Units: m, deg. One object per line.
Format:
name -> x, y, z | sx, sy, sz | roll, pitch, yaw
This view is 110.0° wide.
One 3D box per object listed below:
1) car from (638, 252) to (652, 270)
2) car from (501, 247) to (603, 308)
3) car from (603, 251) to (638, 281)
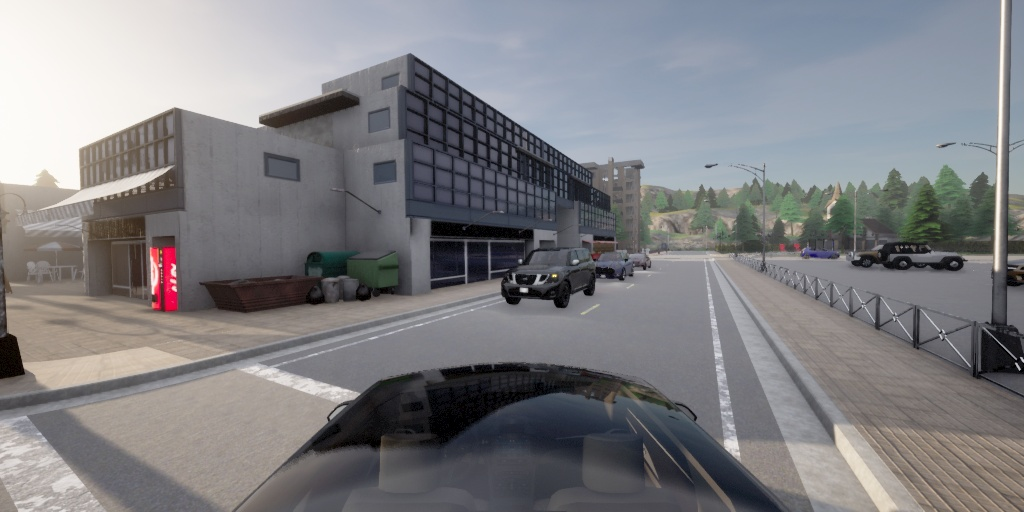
car -> 11.117, 0.418, 31.705 | 1.812, 1.442, 4.674 | 0, 2, 28
car -> 1.678, 0.674, 13.995 | 2.150, 2.045, 5.566 | 0, 2, 28
car -> 6.302, 0.530, 22.677 | 2.097, 1.767, 4.553 | 0, 2, 28
